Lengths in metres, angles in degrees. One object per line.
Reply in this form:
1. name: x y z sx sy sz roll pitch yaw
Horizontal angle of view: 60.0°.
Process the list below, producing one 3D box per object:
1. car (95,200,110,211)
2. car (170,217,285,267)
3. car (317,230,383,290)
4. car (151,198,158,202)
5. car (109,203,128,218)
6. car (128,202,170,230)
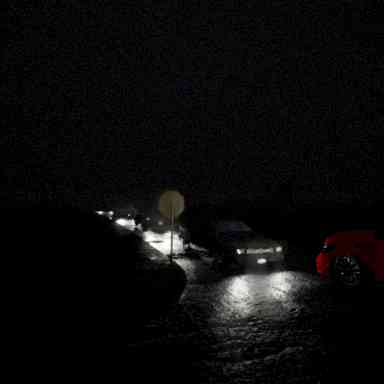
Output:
1. car: -12.969 2.000 48.559 1.837 1.490 4.892 1 -1 -25
2. car: 1.082 1.643 12.162 2.033 1.411 5.357 1 -1 -21
3. car: 5.699 1.352 7.323 2.150 2.045 5.566 -4 1 -43
4. car: -2.857 1.564 31.526 2.150 2.045 5.566 1 -1 -21
5. car: -6.833 1.922 33.803 1.895 1.301 4.718 1 -1 -22
6. car: -2.756 1.698 22.873 2.128 1.511 4.902 1 -1 -20
